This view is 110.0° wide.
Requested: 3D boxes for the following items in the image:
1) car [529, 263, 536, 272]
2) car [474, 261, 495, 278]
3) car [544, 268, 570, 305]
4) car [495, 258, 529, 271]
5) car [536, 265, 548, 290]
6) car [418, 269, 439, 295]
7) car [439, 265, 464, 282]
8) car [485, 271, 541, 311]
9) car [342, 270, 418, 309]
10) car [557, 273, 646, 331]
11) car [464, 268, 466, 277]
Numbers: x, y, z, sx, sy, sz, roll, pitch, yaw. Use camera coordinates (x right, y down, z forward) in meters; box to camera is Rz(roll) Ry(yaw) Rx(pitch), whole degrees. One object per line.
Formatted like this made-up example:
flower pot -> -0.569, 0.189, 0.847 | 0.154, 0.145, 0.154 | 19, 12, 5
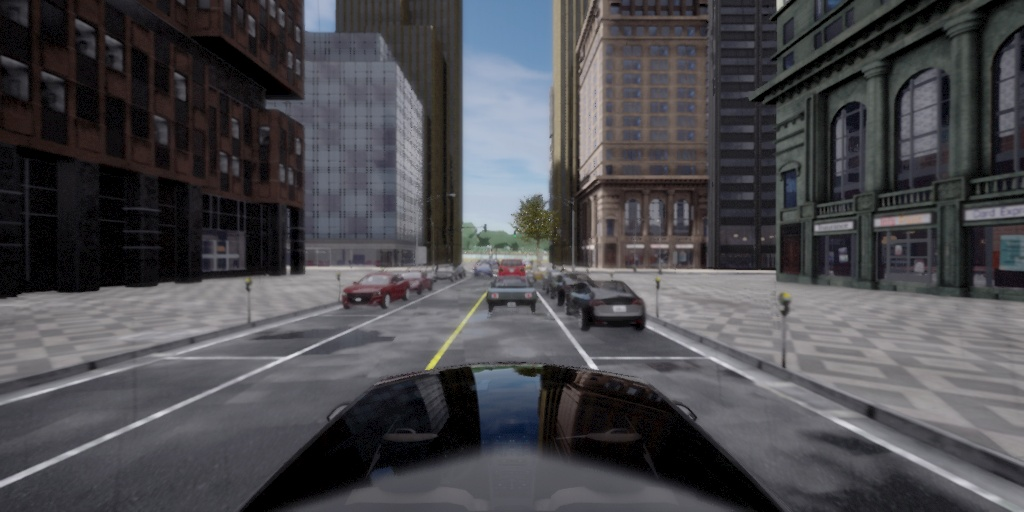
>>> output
car -> 2.739, 1.533, 32.205 | 1.751, 1.417, 4.829 | 0, 0, 0
car -> -3.050, 1.585, 39.008 | 1.812, 1.442, 4.674 | 0, -1, 0
car -> 2.751, 1.446, 16.427 | 1.948, 1.339, 4.313 | 0, 0, 0
car -> -0.012, 1.211, 29.408 | 2.150, 2.045, 5.566 | 0, 0, 0
car -> 2.747, 1.475, 21.629 | 2.007, 1.370, 4.403 | 0, 0, 0
car -> -5.778, 1.501, 21.098 | 1.802, 1.307, 4.207 | 0, 0, 0
car -> -5.786, 1.556, 31.854 | 2.007, 1.370, 4.403 | 0, 0, 0
car -> 0.005, 1.470, 15.091 | 1.895, 1.301, 4.718 | 0, 0, 0
car -> -5.774, 1.419, 15.721 | 1.888, 1.381, 4.507 | 0, 0, 0
car -> 2.755, 1.402, 11.223 | 1.948, 1.339, 4.313 | 0, 0, 0
car -> -5.791, 1.612, 37.233 | 1.948, 1.339, 4.313 | 0, 0, 0
